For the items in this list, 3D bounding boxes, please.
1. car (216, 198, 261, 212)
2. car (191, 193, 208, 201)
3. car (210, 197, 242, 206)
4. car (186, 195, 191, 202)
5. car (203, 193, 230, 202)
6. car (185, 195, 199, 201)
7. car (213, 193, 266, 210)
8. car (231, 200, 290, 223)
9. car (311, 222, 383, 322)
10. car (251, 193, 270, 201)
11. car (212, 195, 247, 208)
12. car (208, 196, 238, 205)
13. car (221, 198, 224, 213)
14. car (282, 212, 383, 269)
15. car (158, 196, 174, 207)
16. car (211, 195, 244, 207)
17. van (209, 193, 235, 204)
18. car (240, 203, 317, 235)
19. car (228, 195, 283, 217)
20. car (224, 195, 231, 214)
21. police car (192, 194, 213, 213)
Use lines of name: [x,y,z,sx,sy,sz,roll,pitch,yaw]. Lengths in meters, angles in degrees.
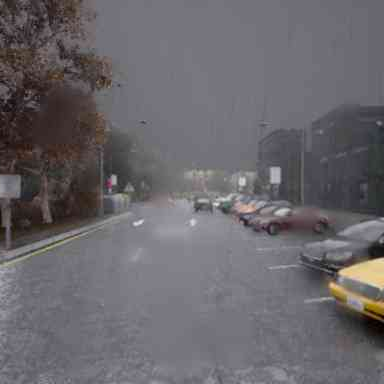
car: [5.429,1.503,39.305,4.792,1.488,2.163,1,0,-20]
car: [1.341,1.225,47.067,2.150,2.045,5.566,0,0,0]
car: [5.546,1.543,54.330,4.674,1.452,2.002,1,0,-20]
car: [0.233,1.434,73.520,1.812,1.442,4.674,0,0,0]
car: [5.636,1.310,75.380,5.566,2.045,2.435,1,0,-20]
car: [0.111,1.493,88.400,2.033,1.411,5.357,0,0,19]
car: [5.411,1.216,33.290,5.566,2.045,2.435,1,0,-20]
car: [5.328,1.495,21.295,4.792,1.488,2.163,1,0,-20]
car: [5.137,1.474,6.238,5.366,1.575,1.946,1,0,-20]
car: [18.654,1.366,91.330,2.435,2.045,5.566,0,1,-21]
car: [5.481,1.362,48.321,4.553,1.767,2.185,1,0,-20]
car: [5.566,1.519,60.342,5.008,1.535,2.097,1,0,-20]
car: [5.400,1.506,30.312,4.674,1.452,2.002,1,0,-20]
car: [5.324,1.477,9.302,4.892,1.521,2.231,1,0,-20]
car: [-3.923,1.360,50.701,2.097,1.767,4.553,0,0,0]
car: [5.498,1.369,51.322,4.553,1.767,2.185,1,0,-20]
van: [5.697,1.303,63.387,4.442,1.987,1.878,1,0,-20]
car: [5.345,1.508,18.303,4.674,1.452,2.002,1,0,-20]
car: [5.403,1.340,24.314,4.553,1.767,2.185,1,0,-20]
car: [5.419,1.340,27.316,4.553,1.767,2.185,1,0,-20]
police car: [1.288,1.410,37.145,1.930,1.638,5.238,0,0,0]
